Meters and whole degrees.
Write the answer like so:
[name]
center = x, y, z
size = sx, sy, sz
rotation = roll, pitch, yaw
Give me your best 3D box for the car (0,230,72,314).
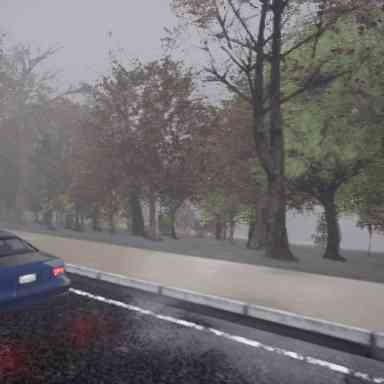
[car]
center = -4.831, 1.501, 7.115
size = 5.357, 1.411, 2.033
rotation = 0, 0, 36
